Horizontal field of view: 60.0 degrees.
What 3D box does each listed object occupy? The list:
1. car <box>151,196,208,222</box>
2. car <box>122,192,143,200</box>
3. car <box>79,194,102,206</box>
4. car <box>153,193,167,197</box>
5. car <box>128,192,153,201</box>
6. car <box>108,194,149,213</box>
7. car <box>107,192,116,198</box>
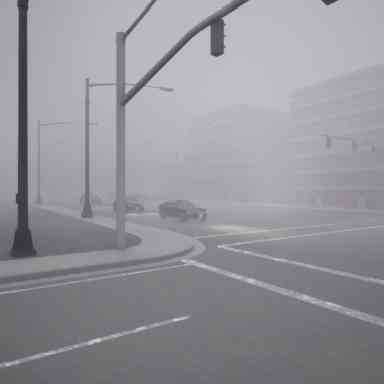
[{"bbox_3d":[-0.765,1.357,25.017,2.128,1.511,4.902,0,1,-34],"label":"car"},{"bbox_3d":[-11.905,0.749,66.344,2.033,1.411,5.357,0,1,-34],"label":"car"},{"bbox_3d":[-13.220,0.982,43.290,1.882,1.535,5.008,0,1,-34],"label":"car"},{"bbox_3d":[-6.026,0.856,57.734,2.128,1.511,4.902,0,1,-34],"label":"car"},{"bbox_3d":[-8.916,0.843,55.760,1.882,1.535,5.008,0,1,-34],"label":"car"},{"bbox_3d":[-6.487,1.241,33.404,1.812,1.442,4.674,0,1,-34],"label":"car"},{"bbox_3d":[-14.795,0.706,64.371,1.837,1.490,4.892,0,1,-34],"label":"car"}]
